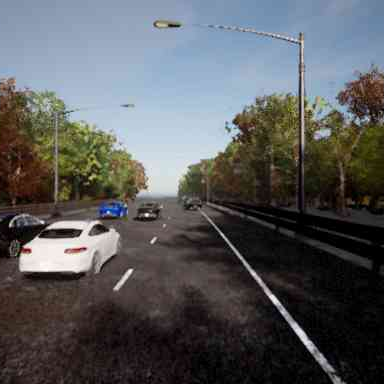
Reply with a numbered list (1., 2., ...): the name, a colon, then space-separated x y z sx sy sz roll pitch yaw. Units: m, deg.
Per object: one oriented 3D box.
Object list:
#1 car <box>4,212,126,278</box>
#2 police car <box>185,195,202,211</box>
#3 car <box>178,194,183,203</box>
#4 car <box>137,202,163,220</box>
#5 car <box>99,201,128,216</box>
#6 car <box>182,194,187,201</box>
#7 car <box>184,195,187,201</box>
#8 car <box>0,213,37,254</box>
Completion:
1. car: -3.445 1.564 10.128 1.812 1.442 4.674 0 0 0
2. police car: 0.357 1.644 45.686 1.930 1.638 5.238 0 0 -2
3. car: -2.107 1.552 80.374 2.150 2.045 5.566 0 0 -3
4. car: -3.702 1.632 29.475 1.837 1.490 4.892 0 0 -1
5. car: -7.234 1.615 31.075 1.882 1.535 5.008 0 0 -1
6. car: -0.208 1.556 61.701 2.150 2.045 5.566 0 0 -2
7. car: 0.019 1.743 55.826 1.801 1.575 5.366 0 0 -2
8. car: -6.966 1.541 12.762 2.128 1.511 4.902 0 0 0
